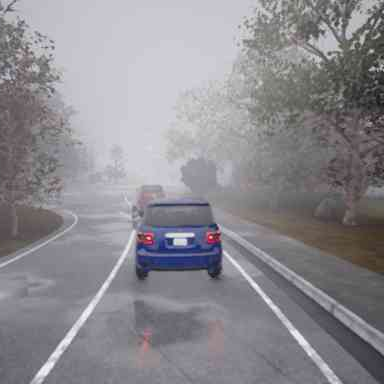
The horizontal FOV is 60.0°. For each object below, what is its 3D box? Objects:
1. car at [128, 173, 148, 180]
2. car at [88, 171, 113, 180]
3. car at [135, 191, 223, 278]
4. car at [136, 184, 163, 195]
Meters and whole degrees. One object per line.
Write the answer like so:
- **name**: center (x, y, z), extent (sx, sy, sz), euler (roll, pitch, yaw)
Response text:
- **car**: center (-12.878, -3.657, 79.072), extent (5.008, 1.535, 1.882), euler (2, 5, 26)
- **car**: center (-21.413, -3.770, 78.077), extent (5.566, 2.045, 2.150), euler (0, 5, -1)
- **car**: center (-0.473, 1.146, 10.104), extent (2.150, 2.045, 5.566), euler (0, 1, -4)
- **car**: center (-3.817, 0.278, 30.268), extent (2.150, 2.045, 5.566), euler (-1, 4, -14)
